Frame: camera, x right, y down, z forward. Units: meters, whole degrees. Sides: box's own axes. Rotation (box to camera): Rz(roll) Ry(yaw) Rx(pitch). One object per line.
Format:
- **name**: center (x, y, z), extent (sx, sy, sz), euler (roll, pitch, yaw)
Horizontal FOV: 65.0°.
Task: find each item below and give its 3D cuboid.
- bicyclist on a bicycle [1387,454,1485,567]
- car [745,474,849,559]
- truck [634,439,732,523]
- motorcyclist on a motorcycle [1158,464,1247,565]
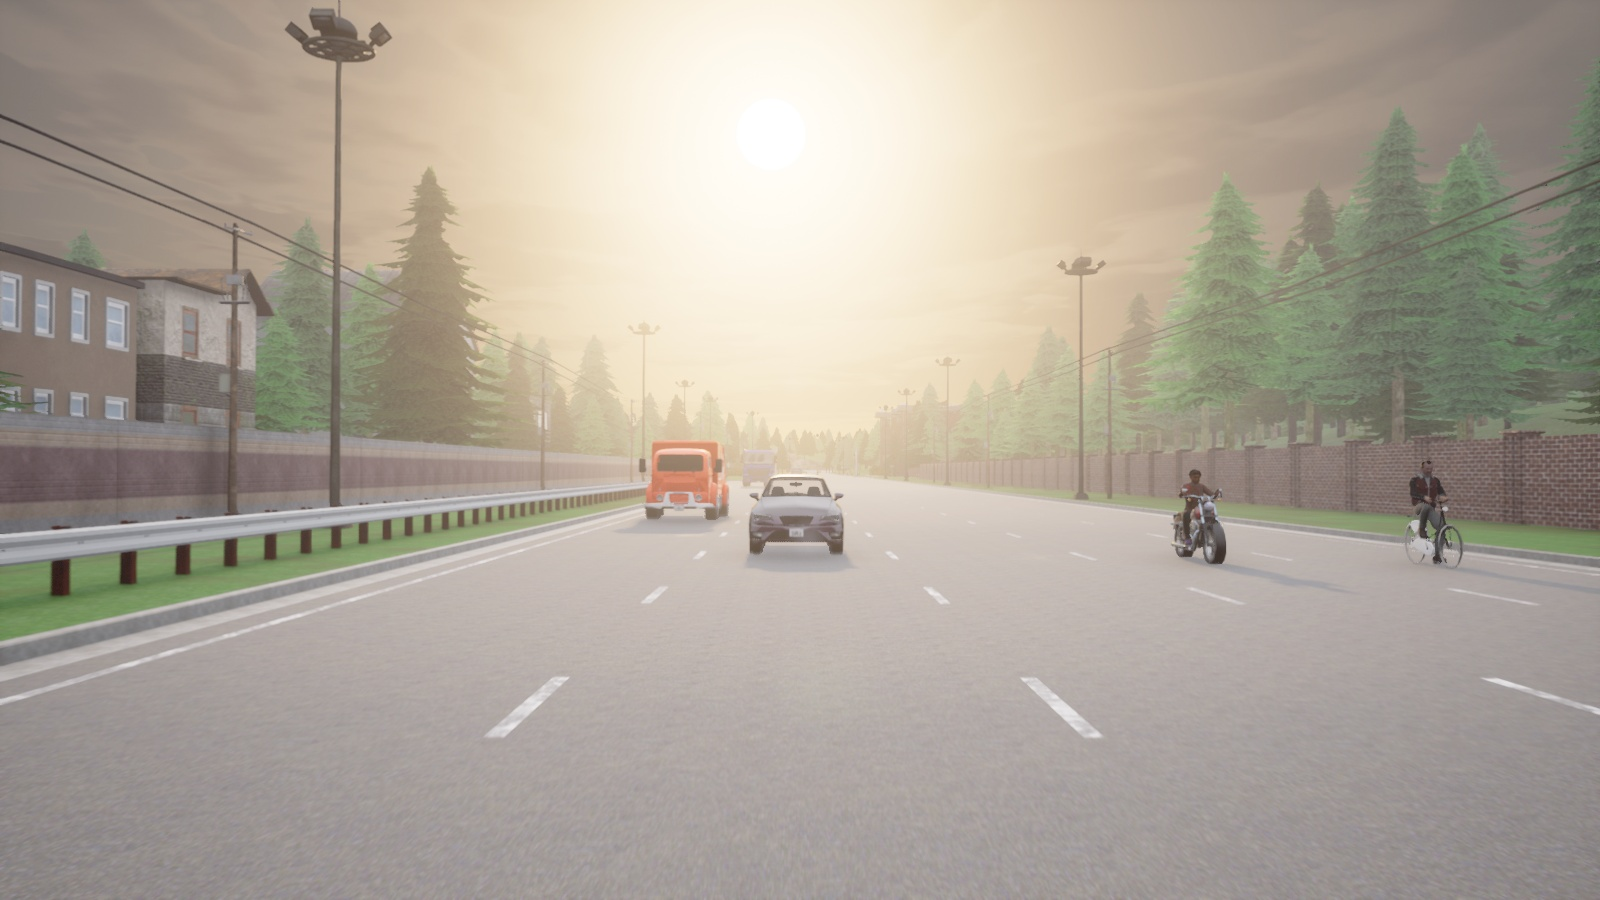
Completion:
- **bicyclist on a bicycle**: center (10.449, 0.965, 20.704), extent (0.659, 1.776, 1.843), euler (0, -1, 0)
- **car**: center (-0.059, 1.205, 24.210), extent (1.816, 1.474, 4.193), euler (0, -1, 0)
- **truck**: center (-3.599, 0.963, 39.791), extent (2.627, 2.467, 5.204), euler (0, -1, 0)
- **motorcyclist on a motorcycle**: center (6.947, 1.076, 21.813), extent (0.766, 1.649, 2.350), euler (0, -1, 0)
